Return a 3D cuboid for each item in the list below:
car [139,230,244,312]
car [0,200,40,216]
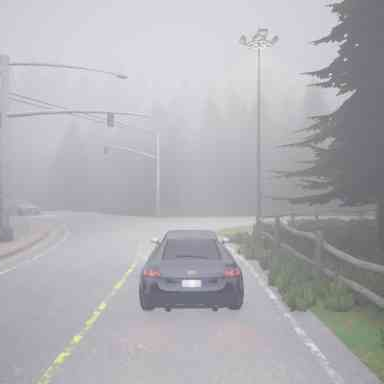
[{"bbox_3d":[-0.030,1.564,7.803,1.994,1.385,4.181,0,0,-1],"label":"car"},{"bbox_3d":[-17.064,1.526,32.839,4.674,1.442,1.812,0,0,30],"label":"car"}]
